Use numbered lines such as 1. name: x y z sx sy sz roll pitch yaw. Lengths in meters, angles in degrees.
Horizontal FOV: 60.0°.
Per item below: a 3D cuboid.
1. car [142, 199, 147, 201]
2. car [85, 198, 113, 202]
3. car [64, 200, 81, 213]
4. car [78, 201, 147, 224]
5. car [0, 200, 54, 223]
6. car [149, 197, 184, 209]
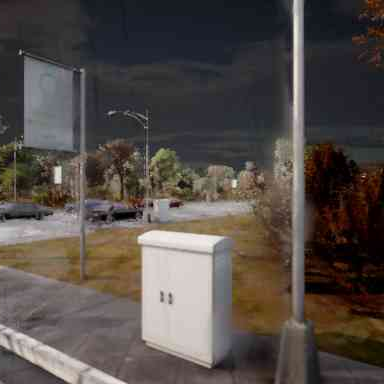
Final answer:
1. car: -5.885 1.562 44.330 1.895 1.301 4.718 0 0 32
2. car: -8.584 1.532 33.527 1.994 1.385 4.181 0 0 33
3. car: -11.295 1.441 35.795 1.882 1.535 5.008 0 0 32
4. car: -5.730 1.578 24.766 1.895 1.301 4.718 0 0 34
5. car: -13.509 1.517 25.753 2.033 1.411 5.357 0 0 32
6. car: -2.984 1.443 42.365 1.882 1.535 5.008 0 0 32
